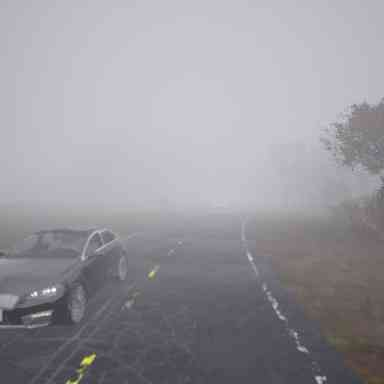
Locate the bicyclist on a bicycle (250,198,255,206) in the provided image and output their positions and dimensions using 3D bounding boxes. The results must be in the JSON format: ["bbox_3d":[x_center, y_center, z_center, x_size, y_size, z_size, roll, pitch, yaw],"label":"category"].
[{"bbox_3d":[11.750,2.026,64.952,0.866,1.612,1.509,0,-2,12],"label":"bicyclist on a bicycle"}]

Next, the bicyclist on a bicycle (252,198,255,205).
[{"bbox_3d":[13.617,2.123,73.581,0.582,1.620,1.656,0,-1,12],"label":"bicyclist on a bicycle"}]

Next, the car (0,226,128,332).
[{"bbox_3d":[-2.766,1.548,7.272,2.128,1.511,4.902,0,0,4],"label":"car"}]

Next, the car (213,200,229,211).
[{"bbox_3d":[4.338,1.959,49.146,1.812,1.442,4.674,0,-1,12],"label":"car"}]

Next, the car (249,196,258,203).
[{"bbox_3d":[16.686,2.359,91.674,1.812,1.442,4.674,0,-1,12],"label":"car"}]
